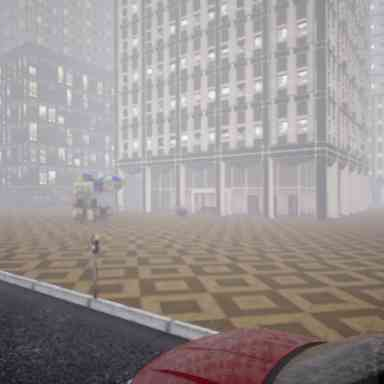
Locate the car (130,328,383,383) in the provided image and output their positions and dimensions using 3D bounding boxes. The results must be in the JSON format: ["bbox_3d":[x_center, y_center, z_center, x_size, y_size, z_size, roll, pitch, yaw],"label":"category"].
[{"bbox_3d":[1.532,1.544,1.815,4.507,1.381,1.887,0,0,35],"label":"car"}]
